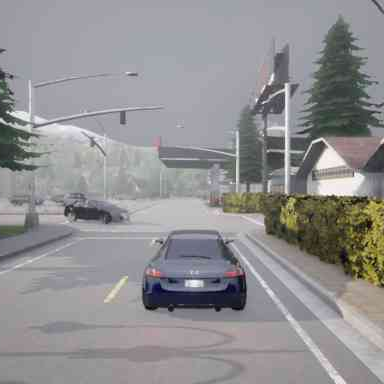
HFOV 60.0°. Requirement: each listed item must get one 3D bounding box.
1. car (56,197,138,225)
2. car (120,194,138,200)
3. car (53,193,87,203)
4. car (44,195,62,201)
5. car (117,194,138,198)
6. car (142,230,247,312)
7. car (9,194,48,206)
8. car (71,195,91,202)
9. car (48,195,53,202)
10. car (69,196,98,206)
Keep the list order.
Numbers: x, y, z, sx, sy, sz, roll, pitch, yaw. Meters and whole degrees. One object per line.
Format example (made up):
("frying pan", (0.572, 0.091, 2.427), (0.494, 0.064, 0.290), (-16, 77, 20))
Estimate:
("car", (-6.309, 1.321, 22.152), (4.902, 1.511, 2.128), (1, 0, 29))
("car", (-16.503, 1.339, 87.104), (4.514, 1.523, 2.007), (0, 0, -1))
("car", (-16.772, 1.077, 46.383), (3.866, 1.878, 1.905), (0, 0, -1))
("car", (-35.099, 1.384, 84.005), (3.806, 1.475, 1.970), (0, 0, -1))
("car", (-16.433, 1.330, 83.967), (5.027, 1.636, 2.152), (0, 0, -1))
("car", (0.059, 1.564, 7.798), (1.994, 1.385, 4.181), (0, 0, 1))
("car", (-24.659, 1.097, 49.623), (4.605, 1.855, 1.932), (0, 0, -1))
("car", (-24.037, 1.320, 72.076), (3.633, 1.501, 1.845), (0, 0, -1))
("car", (-24.021, 1.298, 62.084), (4.514, 1.523, 2.007), (0, 0, -1))
("car", (-16.180, 1.361, 49.711), (3.806, 1.475, 1.970), (0, 0, -1))
